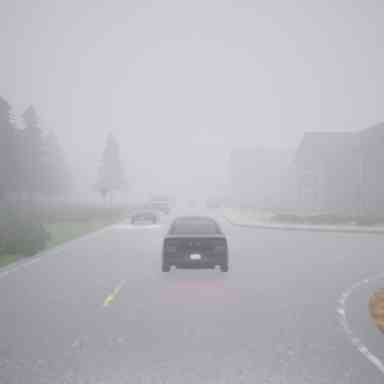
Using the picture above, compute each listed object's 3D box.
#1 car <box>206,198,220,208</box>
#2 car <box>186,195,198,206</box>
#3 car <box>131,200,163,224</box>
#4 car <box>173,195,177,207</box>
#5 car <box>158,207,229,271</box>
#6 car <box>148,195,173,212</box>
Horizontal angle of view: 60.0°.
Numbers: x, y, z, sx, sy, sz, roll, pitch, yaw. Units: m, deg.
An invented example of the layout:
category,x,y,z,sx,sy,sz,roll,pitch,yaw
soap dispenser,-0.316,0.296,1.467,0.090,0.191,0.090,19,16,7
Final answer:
category,x,y,z,sx,sy,sz,roll,pitch,yaw
car,2.962,1.660,48.142,1.816,1.474,4.193,-6,0,-2
car,-0.013,1.802,59.692,2.033,1.411,5.357,0,0,0
car,-3.602,1.638,26.331,1.812,1.442,4.674,0,0,0
car,-3.584,1.447,52.152,2.150,2.045,5.566,0,-1,0
car,0.091,1.514,11.128,1.882,1.535,5.008,0,0,0
car,-3.606,1.377,37.024,2.150,2.045,5.566,0,0,0
